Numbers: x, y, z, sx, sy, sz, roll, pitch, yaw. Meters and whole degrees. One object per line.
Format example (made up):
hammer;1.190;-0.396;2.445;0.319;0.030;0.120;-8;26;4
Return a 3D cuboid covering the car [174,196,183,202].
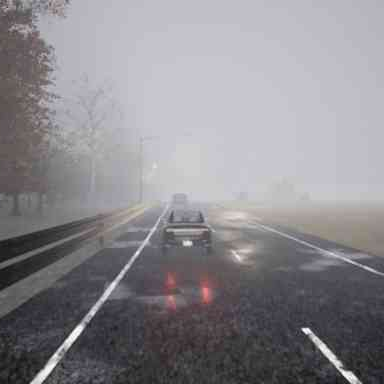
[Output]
car;-2.969;1.557;74.355;1.895;1.301;4.718;0;0;-3

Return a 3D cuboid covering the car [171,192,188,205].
car;-1.767;1.208;47.439;2.150;2.045;5.566;0;0;-3

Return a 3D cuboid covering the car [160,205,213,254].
car;-0.250;1.491;13.437;2.128;1.511;4.902;0;0;-3
